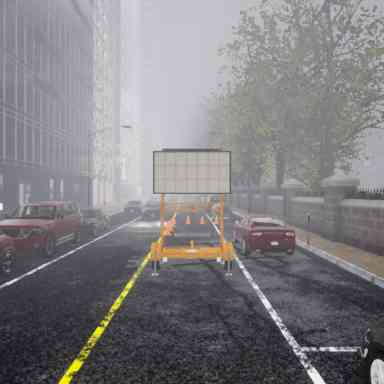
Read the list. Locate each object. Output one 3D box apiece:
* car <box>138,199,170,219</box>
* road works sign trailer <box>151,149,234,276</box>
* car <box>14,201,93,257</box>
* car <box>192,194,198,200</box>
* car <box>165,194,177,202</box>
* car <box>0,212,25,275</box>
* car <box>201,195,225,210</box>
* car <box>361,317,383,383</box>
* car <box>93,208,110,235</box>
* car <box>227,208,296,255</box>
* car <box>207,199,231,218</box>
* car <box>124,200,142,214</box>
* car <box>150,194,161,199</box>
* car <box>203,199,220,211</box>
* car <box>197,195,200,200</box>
[{"bbox_3d":[-3.173,1.569,28.778,1.895,1.301,4.718,0,0,-1],"label":"car"},{"bbox_3d":[0.002,0.461,10.350,2.380,3.560,2.880,0,0,0],"label":"road works sign trailer"},{"bbox_3d":[-5.830,1.310,13.015,2.192,1.841,5.009,0,0,0],"label":"car"},{"bbox_3d":[1.195,1.330,85.313,2.008,1.369,4.403,0,0,-1],"label":"car"},{"bbox_3d":[-4.062,1.315,68.543,1.882,1.535,5.008,0,0,-2],"label":"car"},{"bbox_3d":[-5.832,1.439,7.457,1.967,1.590,4.097,0,0,0],"label":"car"},{"bbox_3d":[2.508,1.266,35.292,2.192,1.841,5.009,0,0,-2],"label":"car"},{"bbox_3d":[2.693,1.551,1.947,2.008,1.369,4.403,0,0,0],"label":"car"},{"bbox_3d":[-5.829,1.553,18.577,1.947,1.339,4.313,0,0,0],"label":"car"},{"bbox_3d":[2.695,1.540,13.069,1.887,1.381,4.507,0,0,0],"label":"car"},{"bbox_3d":[2.625,1.548,29.727,1.802,1.307,4.206,0,0,-1],"label":"car"},{"bbox_3d":[-6.023,1.515,35.323,1.947,1.339,4.313,0,0,-1],"label":"car"},{"bbox_3d":[-6.606,1.457,57.563,1.802,1.307,4.206,0,0,-2],"label":"car"},{"bbox_3d":[2.361,1.515,40.851,1.802,1.307,4.206,0,0,-2],"label":"car"},{"bbox_3d":[2.215,1.465,46.408,2.008,1.369,4.403,0,0,-2],"label":"car"}]
